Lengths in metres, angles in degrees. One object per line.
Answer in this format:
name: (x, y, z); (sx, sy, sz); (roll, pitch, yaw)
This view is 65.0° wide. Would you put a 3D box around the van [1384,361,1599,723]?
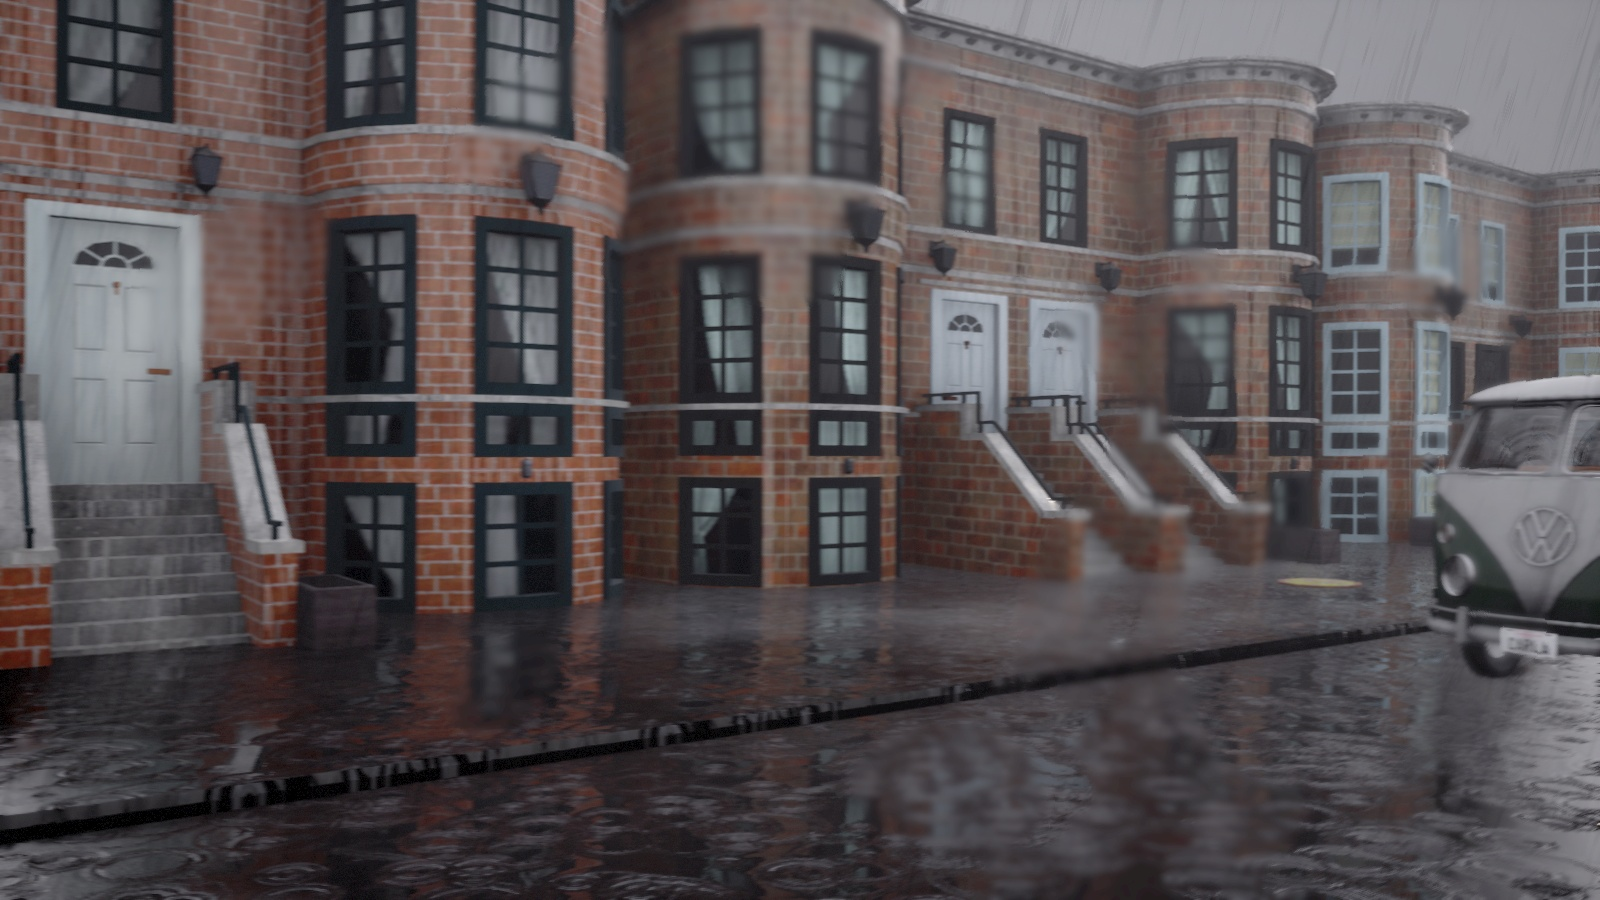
van: (6.015, 0.504, 8.458); (4.442, 1.987, 1.775); (0, 0, -35)
